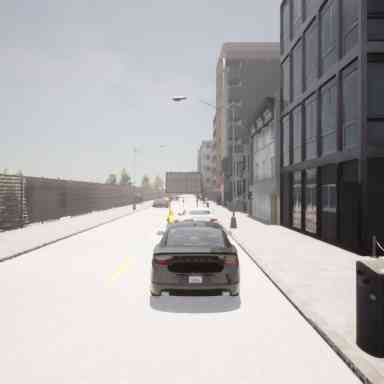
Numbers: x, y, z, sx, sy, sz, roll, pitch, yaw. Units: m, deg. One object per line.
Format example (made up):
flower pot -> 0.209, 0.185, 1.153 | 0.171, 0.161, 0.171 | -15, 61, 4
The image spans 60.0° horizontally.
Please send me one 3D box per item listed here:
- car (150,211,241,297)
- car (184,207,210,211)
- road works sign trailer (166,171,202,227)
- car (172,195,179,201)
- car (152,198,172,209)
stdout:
car -> 0.063, 1.478, 8.655 | 1.882, 1.535, 5.008 | 0, 0, 0
car -> 0.243, 1.542, 17.997 | 1.812, 1.442, 4.674 | -1, -1, -6
road works sign trailer -> -0.571, 0.464, 21.514 | 2.380, 3.560, 2.880 | 0, 0, -16
car -> -4.345, 1.491, 83.831 | 2.128, 1.511, 4.902 | 0, 0, 0
car -> -4.287, 1.563, 45.678 | 1.994, 1.385, 4.181 | 0, 0, 0
